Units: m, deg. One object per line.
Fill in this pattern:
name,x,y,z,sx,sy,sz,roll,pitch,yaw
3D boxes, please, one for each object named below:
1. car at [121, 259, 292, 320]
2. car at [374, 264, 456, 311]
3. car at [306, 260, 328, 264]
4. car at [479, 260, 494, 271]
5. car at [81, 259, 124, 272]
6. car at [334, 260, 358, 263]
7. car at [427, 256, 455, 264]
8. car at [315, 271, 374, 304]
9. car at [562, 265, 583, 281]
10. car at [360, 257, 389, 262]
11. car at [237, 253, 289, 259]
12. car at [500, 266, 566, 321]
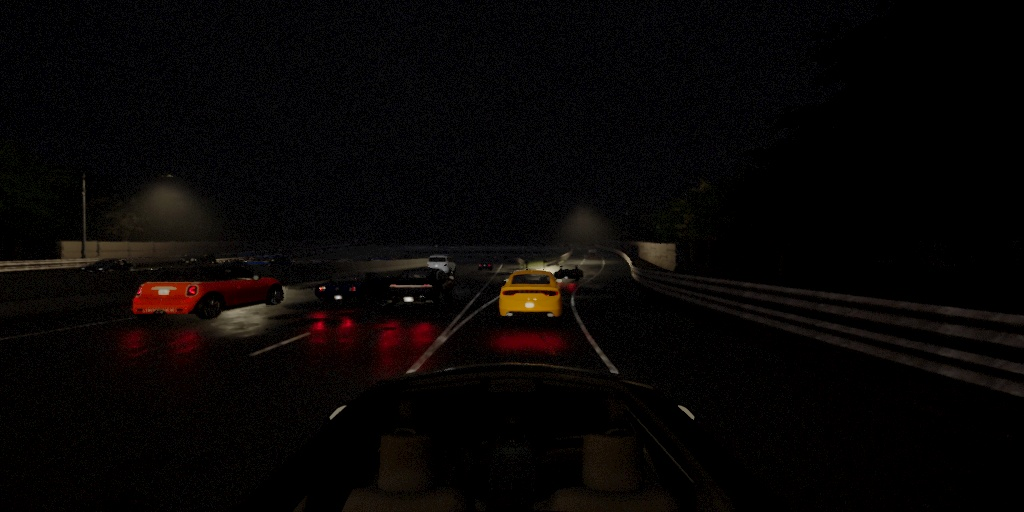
car,-10.399,1.103,12.832,2.097,1.767,4.553,0,0,0
car,-3.500,1.243,14.550,2.128,1.511,4.902,0,0,0
car,-21.154,1.317,37.958,1.994,1.385,4.181,0,0,0
car,-3.640,1.280,50.271,2.033,1.411,5.357,0,0,0
car,-38.302,1.065,34.197,1.837,1.490,4.892,0,1,-20
car,-24.718,1.279,52.159,1.994,1.385,4.181,0,0,0
car,-6.952,0.976,35.616,2.150,2.045,5.566,0,0,0
car,-6.901,1.353,16.465,1.895,1.301,4.718,0,0,0
car,5.105,1.468,31.364,1.895,1.301,4.718,0,1,18
car,-21.224,1.295,55.405,1.895,1.301,4.718,0,0,0
car,-24.648,0.974,36.178,2.150,2.045,5.566,0,0,0
car,0.734,1.229,12.532,1.882,1.535,5.008,0,0,6
